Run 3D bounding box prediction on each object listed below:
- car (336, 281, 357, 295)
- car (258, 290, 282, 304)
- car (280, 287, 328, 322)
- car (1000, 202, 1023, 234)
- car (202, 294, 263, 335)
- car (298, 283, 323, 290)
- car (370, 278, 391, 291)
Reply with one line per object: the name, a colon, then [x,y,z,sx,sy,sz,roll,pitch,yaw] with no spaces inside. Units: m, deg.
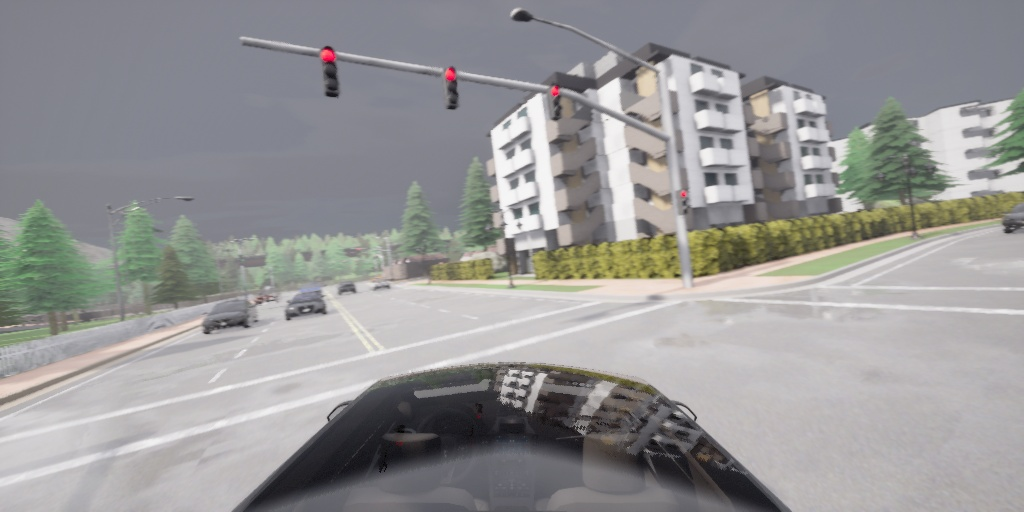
car: [-19.709,3.783,42.743,1.837,1.490,4.892,-7,0,-28]
car: [-22.473,3.822,33.064,1.895,1.301,4.718,-7,0,-29]
car: [-11.964,2.839,20.918,1.994,1.385,4.181,-7,0,-29]
car: [26.092,-2.026,17.620,4.892,1.490,1.837,-7,0,-25]
car: [-15.119,3.175,19.422,1.837,1.490,4.892,-7,0,-29]
car: [-19.452,3.364,34.774,1.882,1.535,5.008,-7,0,-29]
car: [-15.940,3.403,43.096,1.895,1.301,4.718,-7,0,-28]
